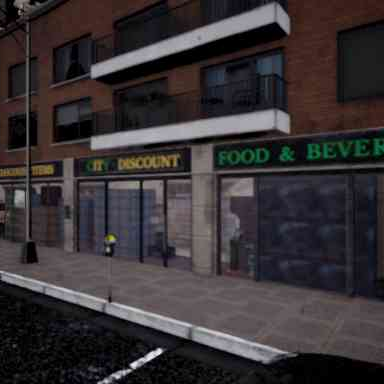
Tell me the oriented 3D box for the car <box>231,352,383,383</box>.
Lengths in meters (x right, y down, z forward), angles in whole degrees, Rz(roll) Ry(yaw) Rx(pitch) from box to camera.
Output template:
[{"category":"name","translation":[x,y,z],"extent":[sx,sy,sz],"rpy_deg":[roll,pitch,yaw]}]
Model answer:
[{"category":"car","translation":[1.959,1.565,1.477],"extent":[4.313,1.339,1.947],"rpy_deg":[0,0,36]}]
